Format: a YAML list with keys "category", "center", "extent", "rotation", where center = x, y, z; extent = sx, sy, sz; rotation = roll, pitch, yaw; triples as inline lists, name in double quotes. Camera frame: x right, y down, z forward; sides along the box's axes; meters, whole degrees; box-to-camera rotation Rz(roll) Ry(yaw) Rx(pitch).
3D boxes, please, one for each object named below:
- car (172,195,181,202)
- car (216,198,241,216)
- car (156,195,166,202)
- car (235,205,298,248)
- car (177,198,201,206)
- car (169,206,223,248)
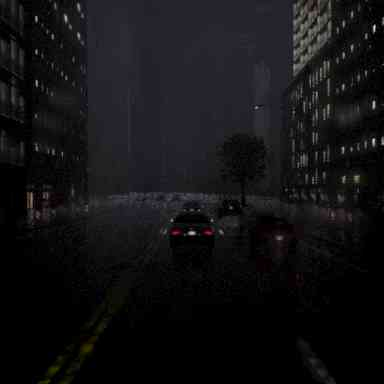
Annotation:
- category: "car"
  center: [-3.249, 1.415, 70.490]
  extent: [2.033, 1.411, 5.357]
  rotation: [0, 0, 0]
- category: "car"
  center: [3.250, 1.344, 29.622]
  extent: [2.097, 1.767, 4.553]
  rotation: [0, 0, 0]
- category: "car"
  center: [-6.500, 1.373, 70.907]
  extent: [1.837, 1.490, 4.892]
  rotation: [0, 0, 0]
- category: "car"
  center: [3.250, 1.524, 14.652]
  extent: [1.812, 1.442, 4.674]
  rotation: [0, 0, 0]
- category: "car"
  center: [0.000, 1.541, 29.652]
  extent: [2.033, 1.411, 5.357]
  rotation: [0, 0, 0]
- category: "car"
  center: [0.000, 1.554, 14.651]
  extent: [2.033, 1.411, 5.357]
  rotation: [0, 0, 0]
